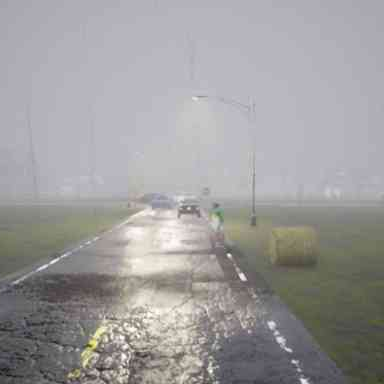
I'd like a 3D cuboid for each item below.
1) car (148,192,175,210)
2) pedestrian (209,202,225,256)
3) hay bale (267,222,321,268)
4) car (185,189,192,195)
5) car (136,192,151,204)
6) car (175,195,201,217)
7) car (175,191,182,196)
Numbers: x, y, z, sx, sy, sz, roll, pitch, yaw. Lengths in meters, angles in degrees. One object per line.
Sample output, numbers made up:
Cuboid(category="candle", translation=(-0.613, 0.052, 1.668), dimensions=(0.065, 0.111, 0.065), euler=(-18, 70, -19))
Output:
Cuboid(category="car", translation=(-3.158, 1.094, 35.433), dimensions=(1.882, 1.535, 5.008), euler=(0, 0, 0))
Cuboid(category="pedestrian", translation=(0.836, 1.173, 11.170), dimensions=(0.375, 1.860, 0.375), euler=(0, 1, 3))
Cuboid(category="hay bale", translation=(3.016, 1.548, 9.970), dimensions=(1.220, 1.180, 1.240), euler=(0, 1, -1))
Cuboid(category="car", translation=(-1.031, 0.505, 92.377), dimensions=(2.033, 1.411, 5.357), euler=(0, 1, -1))
Cuboid(category="car", translation=(-5.914, 0.841, 46.636), dimensions=(4.553, 1.767, 2.097), euler=(1, 1, 38))
Cuboid(category="car", translation=(-0.230, 1.251, 27.446), dimensions=(2.033, 1.411, 5.357), euler=(0, 1, 0))
Cuboid(category="car", translation=(-3.747, 0.511, 89.241), dimensions=(1.837, 1.490, 4.892), euler=(0, 1, -1))
